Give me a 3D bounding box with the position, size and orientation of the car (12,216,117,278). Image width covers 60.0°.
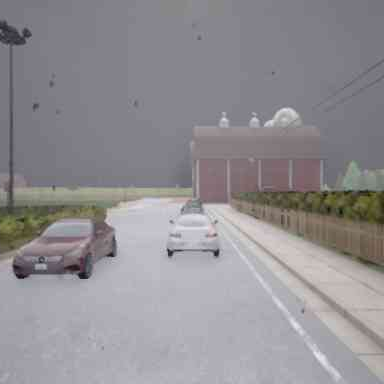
[{"bbox_3d":[-3.571,1.521,10.224,1.812,1.442,4.674,0,0,0],"label":"car"}]

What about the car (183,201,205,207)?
[{"bbox_3d":[0.036,1.589,24.729,1.895,1.301,4.718,0,0,1],"label":"car"}]

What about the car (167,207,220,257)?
[{"bbox_3d":[0.064,1.519,12.861,1.812,1.442,4.674,0,0,1],"label":"car"}]

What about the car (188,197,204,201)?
[{"bbox_3d":[0.496,1.462,43.885,2.128,1.511,4.902,-1,0,9],"label":"car"}]
